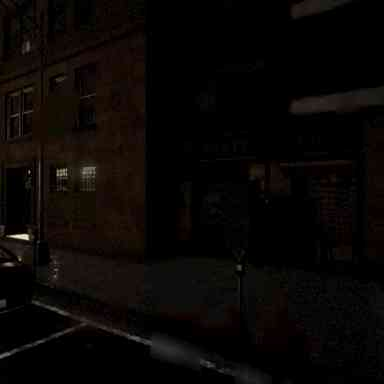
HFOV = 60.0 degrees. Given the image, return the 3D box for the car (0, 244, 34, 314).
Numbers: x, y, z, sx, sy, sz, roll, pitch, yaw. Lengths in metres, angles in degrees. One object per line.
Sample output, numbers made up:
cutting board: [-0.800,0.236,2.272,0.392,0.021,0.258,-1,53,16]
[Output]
car: [-4.837,1.551,6.518,4.403,1.369,2.008,0,0,35]
